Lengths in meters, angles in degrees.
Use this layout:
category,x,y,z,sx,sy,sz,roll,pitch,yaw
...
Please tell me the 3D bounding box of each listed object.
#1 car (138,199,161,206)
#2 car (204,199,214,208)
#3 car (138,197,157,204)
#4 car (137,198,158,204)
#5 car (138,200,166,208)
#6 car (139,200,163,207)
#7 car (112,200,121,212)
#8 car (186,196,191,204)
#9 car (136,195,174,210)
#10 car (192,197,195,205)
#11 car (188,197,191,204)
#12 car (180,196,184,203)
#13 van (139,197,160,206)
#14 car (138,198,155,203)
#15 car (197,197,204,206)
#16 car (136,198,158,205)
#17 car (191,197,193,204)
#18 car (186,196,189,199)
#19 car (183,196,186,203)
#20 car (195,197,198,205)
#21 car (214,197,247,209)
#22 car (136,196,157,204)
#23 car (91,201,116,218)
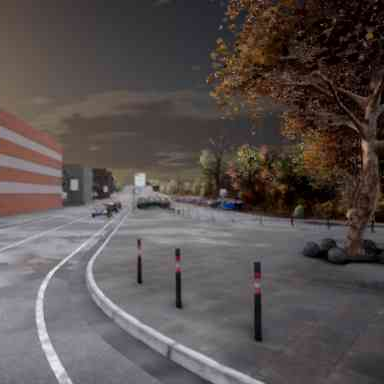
category,x,y,z,sx,sy,sz,roll,pitch,yaw
car,-9.122,2.273,71.234,4.792,1.488,2.163,0,-1,-9
car,5.573,1.964,59.579,5.566,2.045,2.435,0,-1,-10
car,-11.388,2.235,85.180,4.553,1.767,2.185,0,-1,-9
car,-11.702,2.382,87.992,5.366,1.575,1.946,0,-1,-9
car,-7.238,2.148,60.090,5.008,1.535,2.097,0,-1,-9
car,-8.166,2.237,65.664,4.674,1.452,2.002,0,-1,-9
car,-11.517,2.062,46.836,1.882,1.535,5.008,0,-1,-9
car,1.870,2.407,81.860,5.008,1.535,2.097,0,-1,-9
car,-6.328,1.842,54.514,5.566,2.045,2.435,0,-1,-9
car,3.286,2.336,73.382,5.008,1.535,2.097,0,-1,-9
car,2.345,2.384,79.077,5.008,1.535,2.097,0,-1,-9
car,0.043,2.500,92.879,4.892,1.521,2.231,0,-1,-9
van,-9.442,2.042,74.047,4.442,1.987,1.878,0,-1,-9
car,-12.813,2.470,93.535,4.674,1.452,2.002,0,-1,-9
car,4.217,2.290,67.812,4.892,1.521,2.231,0,-1,-10
car,-11.137,2.333,82.357,5.366,1.575,1.946,0,-1,-9
car,2.854,2.389,76.173,4.792,1.488,2.163,0,-1,-9
car,1.441,2.305,84.652,4.553,1.767,2.185,0,-1,-9
car,0.951,2.454,87.431,5.008,1.535,2.097,0,-1,-9
car,3.751,2.313,70.597,5.008,1.535,2.097,0,-1,-9
car,6.490,2.025,53.871,4.553,1.767,2.185,0,0,-10
car,-12.321,2.156,90.755,5.566,2.045,2.435,0,-1,-9
car,-9.804,2.029,36.327,2.033,1.411,5.357,0,-1,-9
